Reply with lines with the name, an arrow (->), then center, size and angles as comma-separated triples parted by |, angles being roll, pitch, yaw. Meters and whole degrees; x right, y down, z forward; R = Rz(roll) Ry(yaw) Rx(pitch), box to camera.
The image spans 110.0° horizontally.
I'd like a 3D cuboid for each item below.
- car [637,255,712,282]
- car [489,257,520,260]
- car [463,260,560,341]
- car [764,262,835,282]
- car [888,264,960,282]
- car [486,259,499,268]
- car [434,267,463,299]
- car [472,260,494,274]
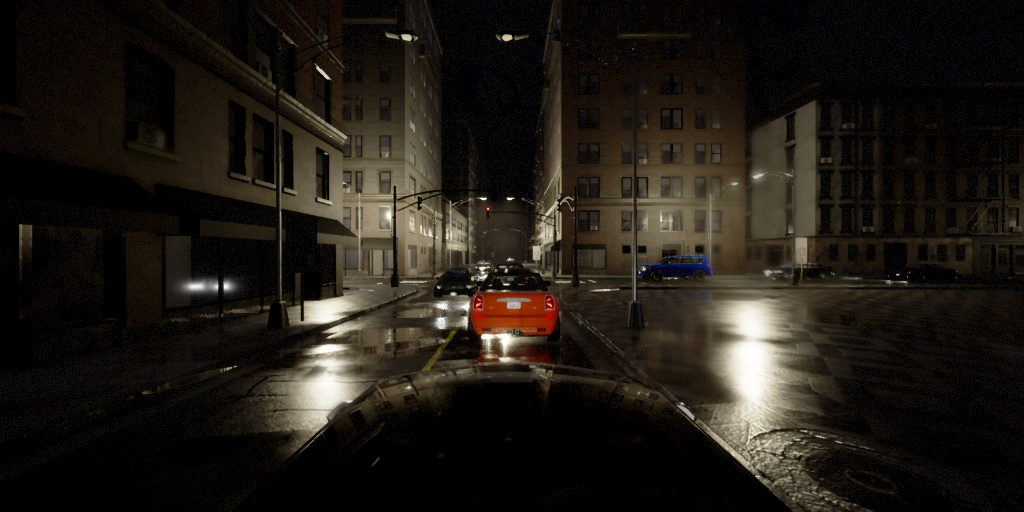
car -> 12.957, 0.975, 28.663 | 5.566, 2.045, 2.150 | 0, 0, -1
car -> -0.185, 1.101, 18.901 | 2.097, 1.767, 4.553 | 0, 0, -3
car -> 0.046, 1.102, 9.980 | 2.097, 1.767, 4.553 | 0, 0, 0
car -> 22.979, 1.247, 28.767 | 4.902, 1.511, 2.128 | 0, 0, -1
car -> 33.034, 1.320, 28.851 | 4.181, 1.385, 1.994 | 0, 0, 0
car -> -3.281, 1.294, 62.203 | 2.033, 1.411, 5.357 | 0, 0, 0
car -> -2.721, 1.296, 18.564 | 2.033, 1.411, 5.357 | 0, 0, -3
car -> -3.229, 1.239, 41.295 | 2.128, 1.511, 4.902 | 0, 0, 0
